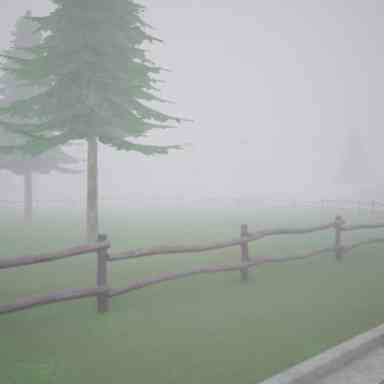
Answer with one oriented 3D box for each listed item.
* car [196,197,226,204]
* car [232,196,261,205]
[{"bbox_3d":[3.023,1.531,54.632,4.718,1.301,1.895,0,0,18],"label":"car"},{"bbox_3d":[9.125,1.397,55.297,5.008,1.535,1.882,0,0,30],"label":"car"}]
